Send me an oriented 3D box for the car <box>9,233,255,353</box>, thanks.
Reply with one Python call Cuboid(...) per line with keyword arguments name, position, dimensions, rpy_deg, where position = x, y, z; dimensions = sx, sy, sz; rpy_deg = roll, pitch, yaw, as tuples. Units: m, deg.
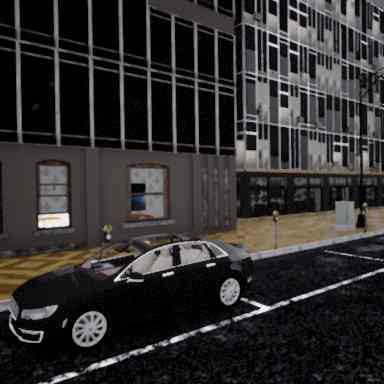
Cuboid(name="car", position=(-0.794, 1.483, 5.985), dimensions=(4.403, 1.369, 2.008), rpy_deg=(-2, 1, -35))
